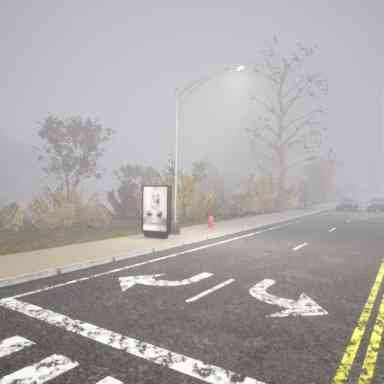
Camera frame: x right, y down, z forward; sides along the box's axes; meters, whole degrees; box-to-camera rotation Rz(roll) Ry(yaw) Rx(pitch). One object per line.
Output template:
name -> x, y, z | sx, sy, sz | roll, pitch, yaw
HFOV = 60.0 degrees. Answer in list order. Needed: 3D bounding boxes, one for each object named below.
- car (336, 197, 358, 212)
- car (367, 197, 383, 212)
car -> 18.596, 1.390, 39.829 | 2.097, 1.767, 4.553 | 0, 0, 30
car -> 21.404, 1.393, 38.192 | 2.097, 1.767, 4.553 | 0, 0, 30
